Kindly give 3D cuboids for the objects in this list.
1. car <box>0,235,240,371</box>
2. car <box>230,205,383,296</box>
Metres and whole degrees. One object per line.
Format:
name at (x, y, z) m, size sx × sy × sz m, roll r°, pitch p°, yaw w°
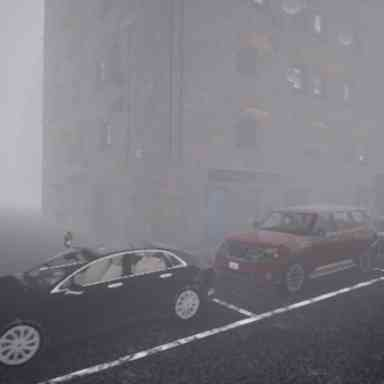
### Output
car at (-1.554, 1.549, 5.599) m, size 4.403 × 1.369 × 2.008 m, roll 0°, pitch 1°, yaw -35°
car at (2.980, 1.309, 8.830) m, size 5.009 × 1.841 × 2.192 m, roll 0°, pitch 1°, yaw -35°
